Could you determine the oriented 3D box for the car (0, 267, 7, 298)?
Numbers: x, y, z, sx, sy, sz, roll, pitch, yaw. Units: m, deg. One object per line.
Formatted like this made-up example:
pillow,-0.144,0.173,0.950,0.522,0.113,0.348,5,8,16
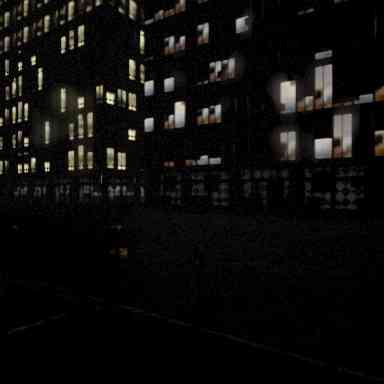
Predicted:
car,-5.706,1.519,6.938,4.829,1.417,1.752,0,0,35
